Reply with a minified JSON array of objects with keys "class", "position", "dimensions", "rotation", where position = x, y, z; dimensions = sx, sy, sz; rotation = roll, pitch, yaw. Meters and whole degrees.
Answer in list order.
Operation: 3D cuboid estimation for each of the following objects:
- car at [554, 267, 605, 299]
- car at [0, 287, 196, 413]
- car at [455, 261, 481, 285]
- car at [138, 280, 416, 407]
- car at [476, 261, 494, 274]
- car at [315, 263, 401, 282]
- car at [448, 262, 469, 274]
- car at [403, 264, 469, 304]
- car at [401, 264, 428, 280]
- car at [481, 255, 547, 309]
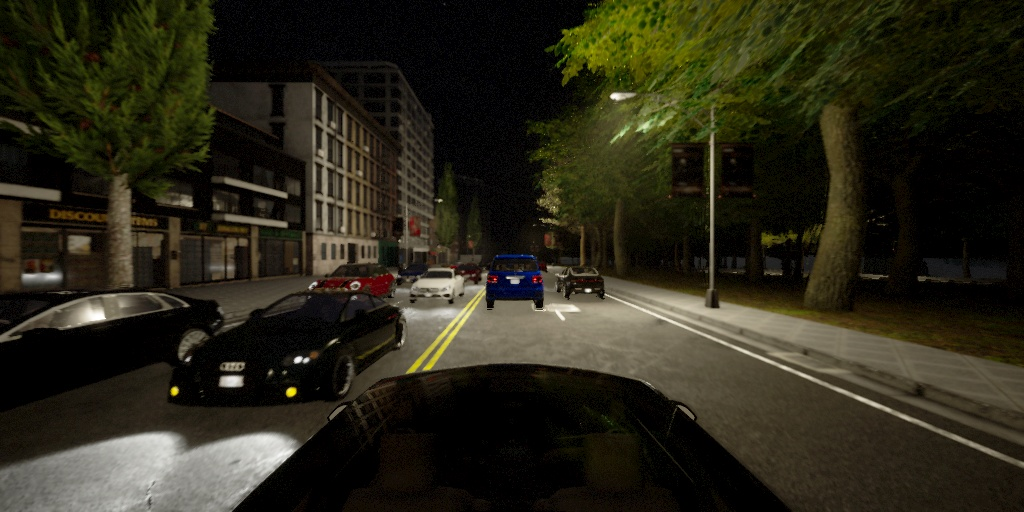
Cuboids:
[{"class":"car","position":[3.347,1.268,18.186],"dimensions":[1.837,1.490,4.892],"rotation":[0,0,0]},{"class":"car","position":[-6.586,1.243,5.032],"dimensions":[2.128,1.511,4.902],"rotation":[0,0,0]},{"class":"car","position":[-3.308,1.304,26.931],"dimensions":[1.812,1.442,4.674],"rotation":[0,0,1]},{"class":"car","position":[-3.324,1.315,6.278],"dimensions":[1.994,1.385,4.181],"rotation":[0,0,1]},{"class":"car","position":[-3.263,1.336,44.292],"dimensions":[1.837,1.490,4.892],"rotation":[0,-1,0]},{"class":"car","position":[-6.578,1.111,15.164],"dimensions":[2.097,1.767,4.553],"rotation":[0,0,0]},{"class":"car","position":[-6.511,1.428,44.447],"dimensions":[1.895,1.301,4.718],"rotation":[0,0,0]},{"class":"car","position":[-3.313,1.286,16.645],"dimensions":[1.812,1.442,4.674],"rotation":[0,0,1]},{"class":"car","position":[-6.598,1.301,25.442],"dimensions":[1.812,1.442,4.674],"rotation":[0,0,3]},{"class":"car","position":[0.086,0.980,15.046],"dimensions":[2.150,2.045,5.566],"rotation":[0,0,0]}]
